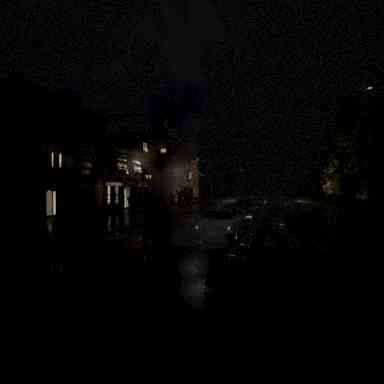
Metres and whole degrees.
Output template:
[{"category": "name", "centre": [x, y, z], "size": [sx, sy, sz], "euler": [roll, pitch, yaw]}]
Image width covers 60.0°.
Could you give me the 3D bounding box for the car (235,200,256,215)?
[{"category": "car", "centre": [5.377, 1.537, 33.905], "size": [1.812, 1.442, 4.674], "euler": [0, 0, 13]}]

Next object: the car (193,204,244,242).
[{"category": "car", "centre": [1.360, 1.539, 16.515], "size": [1.812, 1.442, 4.674], "euler": [0, 0, 13]}]
